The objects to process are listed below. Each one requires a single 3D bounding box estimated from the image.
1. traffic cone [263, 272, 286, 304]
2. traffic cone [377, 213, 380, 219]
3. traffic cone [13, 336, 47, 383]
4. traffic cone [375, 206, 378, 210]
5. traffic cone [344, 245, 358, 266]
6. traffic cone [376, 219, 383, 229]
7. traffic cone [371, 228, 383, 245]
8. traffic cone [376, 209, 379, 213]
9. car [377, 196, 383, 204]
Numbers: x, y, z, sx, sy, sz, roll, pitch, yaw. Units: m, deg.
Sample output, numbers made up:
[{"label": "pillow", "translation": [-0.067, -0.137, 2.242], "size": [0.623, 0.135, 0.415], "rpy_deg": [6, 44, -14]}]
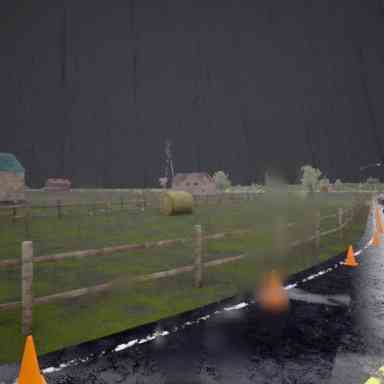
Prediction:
[{"label": "traffic cone", "translation": [1.711, 1.956, 6.904], "size": [0.340, 0.580, 0.340], "rpy_deg": [0, 0, -44]}, {"label": "traffic cone", "translation": [12.718, 1.925, 22.586], "size": [0.340, 0.580, 0.340], "rpy_deg": [0, 0, 29]}, {"label": "traffic cone", "translation": [-1.864, 1.951, 3.818], "size": [0.340, 0.580, 0.340], "rpy_deg": [0, 0, -37]}, {"label": "traffic cone", "translation": [17.512, 1.883, 31.362], "size": [0.340, 0.580, 0.340], "rpy_deg": [0, 0, 29]}, {"label": "traffic cone", "translation": [4.953, 1.956, 10.378], "size": [0.340, 0.580, 0.340], "rpy_deg": [0, 0, 40]}, {"label": "traffic cone", "translation": [10.324, 1.943, 18.202], "size": [0.340, 0.580, 0.340], "rpy_deg": [0, 0, 29]}, {"label": "traffic cone", "translation": [7.833, 1.951, 14.156], "size": [0.340, 0.580, 0.340], "rpy_deg": [0, 0, 34]}, {"label": "traffic cone", "translation": [15.115, 1.905, 26.974], "size": [0.340, 0.580, 0.340], "rpy_deg": [0, 0, 29]}, {"label": "car", "translation": [32.299, 1.393, 55.479], "size": [1.895, 1.301, 4.718], "rpy_deg": [0, 0, 21]}]
